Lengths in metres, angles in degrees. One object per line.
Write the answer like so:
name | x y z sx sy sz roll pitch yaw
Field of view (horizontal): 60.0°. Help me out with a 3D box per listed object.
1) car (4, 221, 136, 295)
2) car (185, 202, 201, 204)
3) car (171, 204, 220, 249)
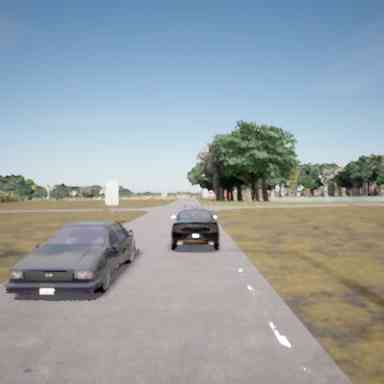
car | -2.784 1.536 9.094 2.033 1.411 5.357 0 0 1
car | 0.107 1.585 29.887 1.895 1.301 4.718 0 0 0
car | 0.103 1.460 14.498 1.882 1.535 5.008 0 -1 -1
